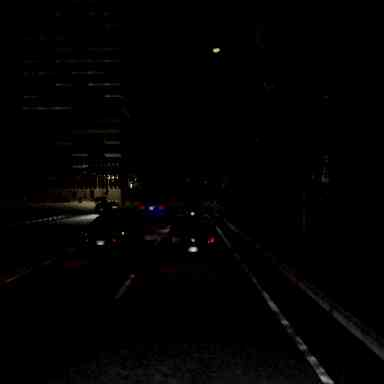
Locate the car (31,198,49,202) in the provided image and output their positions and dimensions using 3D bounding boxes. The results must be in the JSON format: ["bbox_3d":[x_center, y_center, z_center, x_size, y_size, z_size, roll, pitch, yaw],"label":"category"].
[{"bbox_3d":[-38.411,2.060,84.080,4.206,1.307,1.802,0,0,2],"label":"car"}]

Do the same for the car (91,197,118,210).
[{"bbox_3d":[-9.845,1.714,38.606,2.128,1.511,4.902,0,0,0],"label":"car"}]

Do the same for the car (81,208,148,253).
[{"bbox_3d":[-3.190,1.605,13.945,1.812,1.442,4.674,0,0,0],"label":"car"}]

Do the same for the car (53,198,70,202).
[{"bbox_3d":[-32.862,2.074,83.907,4.206,1.307,1.802,0,0,2],"label":"car"}]

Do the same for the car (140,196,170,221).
[{"bbox_3d":[-3.184,1.389,28.954,2.150,2.045,5.566,0,0,0],"label":"car"}]

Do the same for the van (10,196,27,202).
[{"bbox_3d":[-43.960,1.806,84.251,3.998,1.788,1.690,0,0,2],"label":"van"}]

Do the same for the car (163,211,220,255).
[{"bbox_3d":[0.063,1.678,13.576,1.895,1.301,4.718,0,0,0],"label":"car"}]

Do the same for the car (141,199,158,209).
[{"bbox_3d":[-6.581,1.849,51.846,2.033,1.411,5.357,0,0,0],"label":"car"}]

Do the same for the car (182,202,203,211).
[{"bbox_3d":[0.075,1.703,31.026,1.812,1.442,4.674,0,0,0],"label":"car"}]
